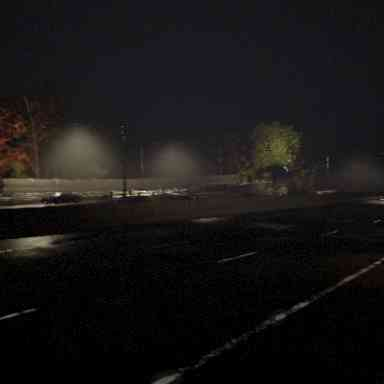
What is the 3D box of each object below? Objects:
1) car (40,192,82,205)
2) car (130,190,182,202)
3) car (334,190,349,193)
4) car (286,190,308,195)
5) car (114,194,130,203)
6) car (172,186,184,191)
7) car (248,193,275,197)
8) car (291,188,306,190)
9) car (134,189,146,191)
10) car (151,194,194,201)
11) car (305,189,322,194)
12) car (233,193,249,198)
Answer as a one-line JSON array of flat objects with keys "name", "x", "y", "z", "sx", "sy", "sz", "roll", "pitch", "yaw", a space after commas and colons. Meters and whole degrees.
[{"name": "car", "x": -15.698, "y": 0.761, "z": 40.260, "sx": 2.033, "sy": 1.411, "sz": 5.357, "roll": -1, "pitch": 1, "yaw": 22}, {"name": "car", "x": -3.474, "y": 1.007, "z": 33.213, "sx": 2.097, "sy": 1.767, "sz": 4.553, "roll": 0, "pitch": 1, "yaw": 45}, {"name": "car", "x": 26.179, "y": 0.407, "z": 58.272, "sx": 2.097, "sy": 1.767, "sz": 4.553, "roll": 0, "pitch": 1, "yaw": 44}, {"name": "car", "x": 13.734, "y": 0.848, "z": 45.686, "sx": 1.812, "sy": 1.442, "sz": 4.674, "roll": 0, "pitch": 1, "yaw": 45}, {"name": "car", "x": -6.105, "y": 1.117, "z": 35.499, "sx": 1.812, "sy": 1.442, "sz": 4.674, "roll": 2, "pitch": -1, "yaw": 44}, {"name": "car", "x": -3.076, "y": -0.453, "z": 71.470, "sx": 1.882, "sy": 1.535, "sz": 5.008, "roll": -1, "pitch": 3, "yaw": 24}, {"name": "car", "x": 10.528, "y": 0.944, "z": 47.414, "sx": 1.895, "sy": 1.301, "sz": 4.718, "roll": 0, "pitch": 1, "yaw": 45}, {"name": "car", "x": 19.401, "y": 0.322, "z": 61.380, "sx": 2.150, "sy": 2.045, "sz": 5.566, "roll": 0, "pitch": 1, "yaw": 45}, {"name": "car", "x": -9.012, "y": 0.209, "z": 57.448, "sx": 1.882, "sy": 1.535, "sz": 5.008, "roll": -1, "pitch": 2, "yaw": 22}, {"name": "car", "x": -1.114, "y": 1.180, "z": 30.623, "sx": 1.812, "sy": 1.442, "sz": 4.674, "roll": 0, "pitch": 1, "yaw": 45}, {"name": "car", "x": 22.003, "y": 0.657, "z": 59.039, "sx": 1.994, "sy": 1.385, "sz": 4.181, "roll": 0, "pitch": 1, "yaw": 45}, {"name": "car", "x": 8.046, "y": 0.894, "z": 49.881, "sx": 2.033, "sy": 1.411, "sz": 5.357, "roll": 0, "pitch": 1, "yaw": 45}]
